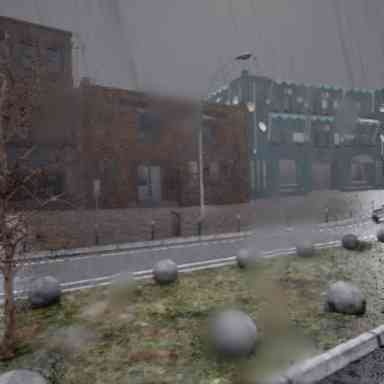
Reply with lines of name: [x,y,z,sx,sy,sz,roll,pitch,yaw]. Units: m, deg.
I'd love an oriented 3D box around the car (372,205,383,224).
car: [13.373,1.160,20.886,4.902,1.511,2.128,-5,3,-29]
